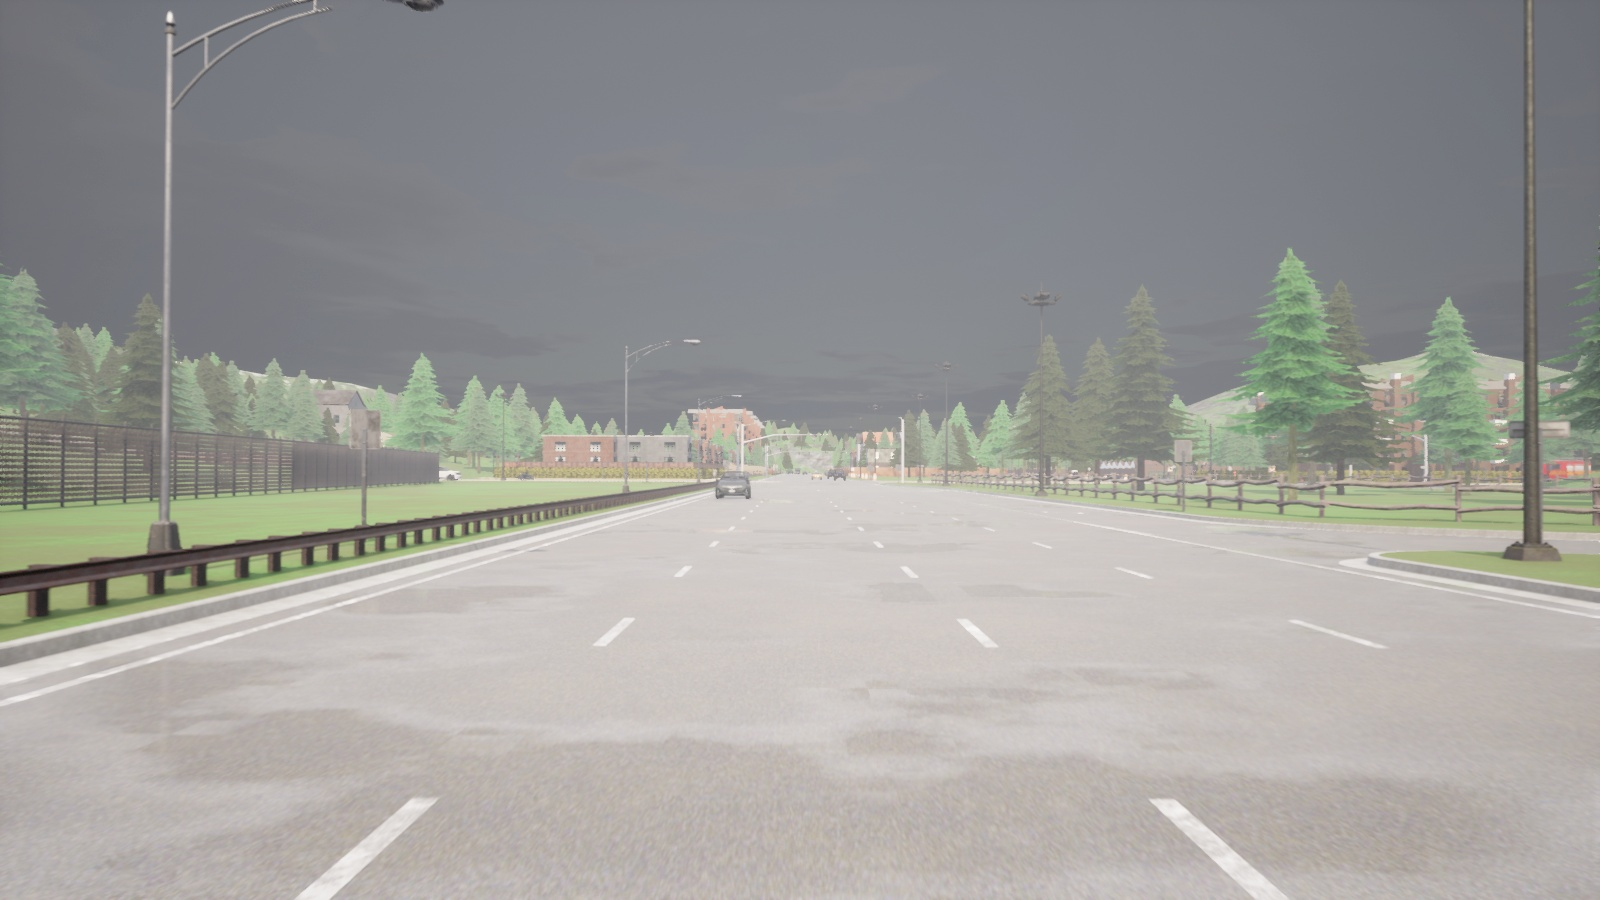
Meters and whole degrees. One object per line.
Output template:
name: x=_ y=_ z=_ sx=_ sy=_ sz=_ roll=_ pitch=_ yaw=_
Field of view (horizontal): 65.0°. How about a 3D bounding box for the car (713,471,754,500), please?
car: x=-3.669 y=1.946 z=69.873 sx=2.007 sy=1.525 sz=4.514 roll=0 pitch=-1 yaw=0
